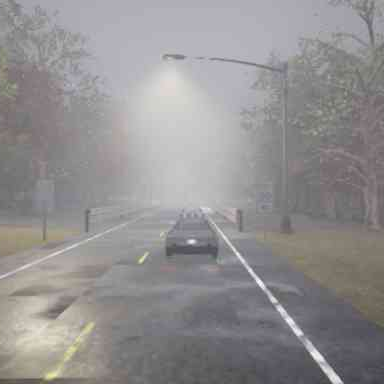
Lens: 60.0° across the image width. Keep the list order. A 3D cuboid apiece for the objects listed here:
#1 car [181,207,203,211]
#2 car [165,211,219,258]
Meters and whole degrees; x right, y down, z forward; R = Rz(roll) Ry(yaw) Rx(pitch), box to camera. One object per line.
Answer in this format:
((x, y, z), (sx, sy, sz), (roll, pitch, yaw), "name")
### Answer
((0.018, 1.892, 28.239), (1.895, 1.301, 4.718), (0, -1, 0), "car")
((0.020, 1.705, 13.514), (1.994, 1.385, 4.181), (0, -1, 1), "car")
